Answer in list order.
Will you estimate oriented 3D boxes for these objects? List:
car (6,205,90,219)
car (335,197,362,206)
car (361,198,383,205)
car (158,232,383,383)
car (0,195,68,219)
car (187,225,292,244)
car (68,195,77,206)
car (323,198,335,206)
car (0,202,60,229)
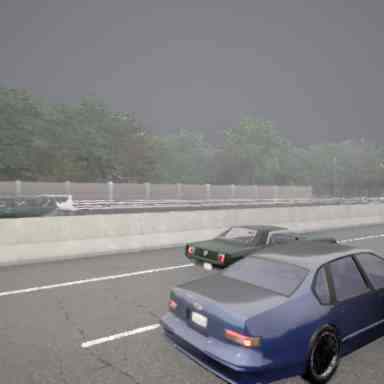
[{"bbox_3d":[-6.585,1.572,16.488,4.181,1.385,1.994,0,0,-35],"label":"car"},{"bbox_3d":[22.259,1.589,45.637,4.892,1.490,1.837,0,0,-35],"label":"car"},{"bbox_3d":[24.297,1.589,42.795,4.892,1.490,1.837,0,0,-35],"label":"car"},{"bbox_3d":[2.125,1.554,5.384,5.357,1.411,2.033,0,0,-36],"label":"car"},{"bbox_3d":[-10.124,1.228,18.266,5.566,2.045,2.150,0,0,-35],"label":"car"},{"bbox_3d":[2.205,1.612,9.740,4.718,1.301,1.895,0,0,-36],"label":"car"},{"bbox_3d":[-11.777,1.233,25.682,5.566,2.045,2.150,0,0,-35],"label":"car"},{"bbox_3d":[21.343,1.593,49.274,4.892,1.490,1.837,0,0,-35],"label":"car"},{"bbox_3d":[-11.389,1.511,21.660,4.892,1.490,1.837,0,0,-35],"label":"car"}]
